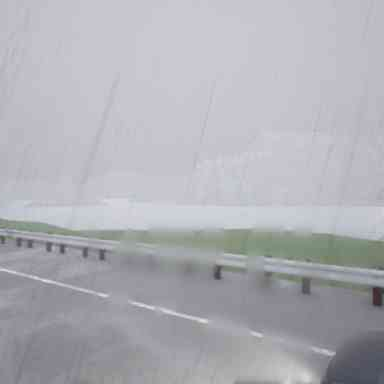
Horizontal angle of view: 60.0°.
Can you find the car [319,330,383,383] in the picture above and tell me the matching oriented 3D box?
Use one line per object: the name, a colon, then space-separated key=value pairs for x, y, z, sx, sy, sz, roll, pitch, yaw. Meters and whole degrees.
car: x=2.863 y=1.548 z=1.867 sx=4.181 sy=1.385 sz=1.994 roll=-1 pitch=0 yaw=36
